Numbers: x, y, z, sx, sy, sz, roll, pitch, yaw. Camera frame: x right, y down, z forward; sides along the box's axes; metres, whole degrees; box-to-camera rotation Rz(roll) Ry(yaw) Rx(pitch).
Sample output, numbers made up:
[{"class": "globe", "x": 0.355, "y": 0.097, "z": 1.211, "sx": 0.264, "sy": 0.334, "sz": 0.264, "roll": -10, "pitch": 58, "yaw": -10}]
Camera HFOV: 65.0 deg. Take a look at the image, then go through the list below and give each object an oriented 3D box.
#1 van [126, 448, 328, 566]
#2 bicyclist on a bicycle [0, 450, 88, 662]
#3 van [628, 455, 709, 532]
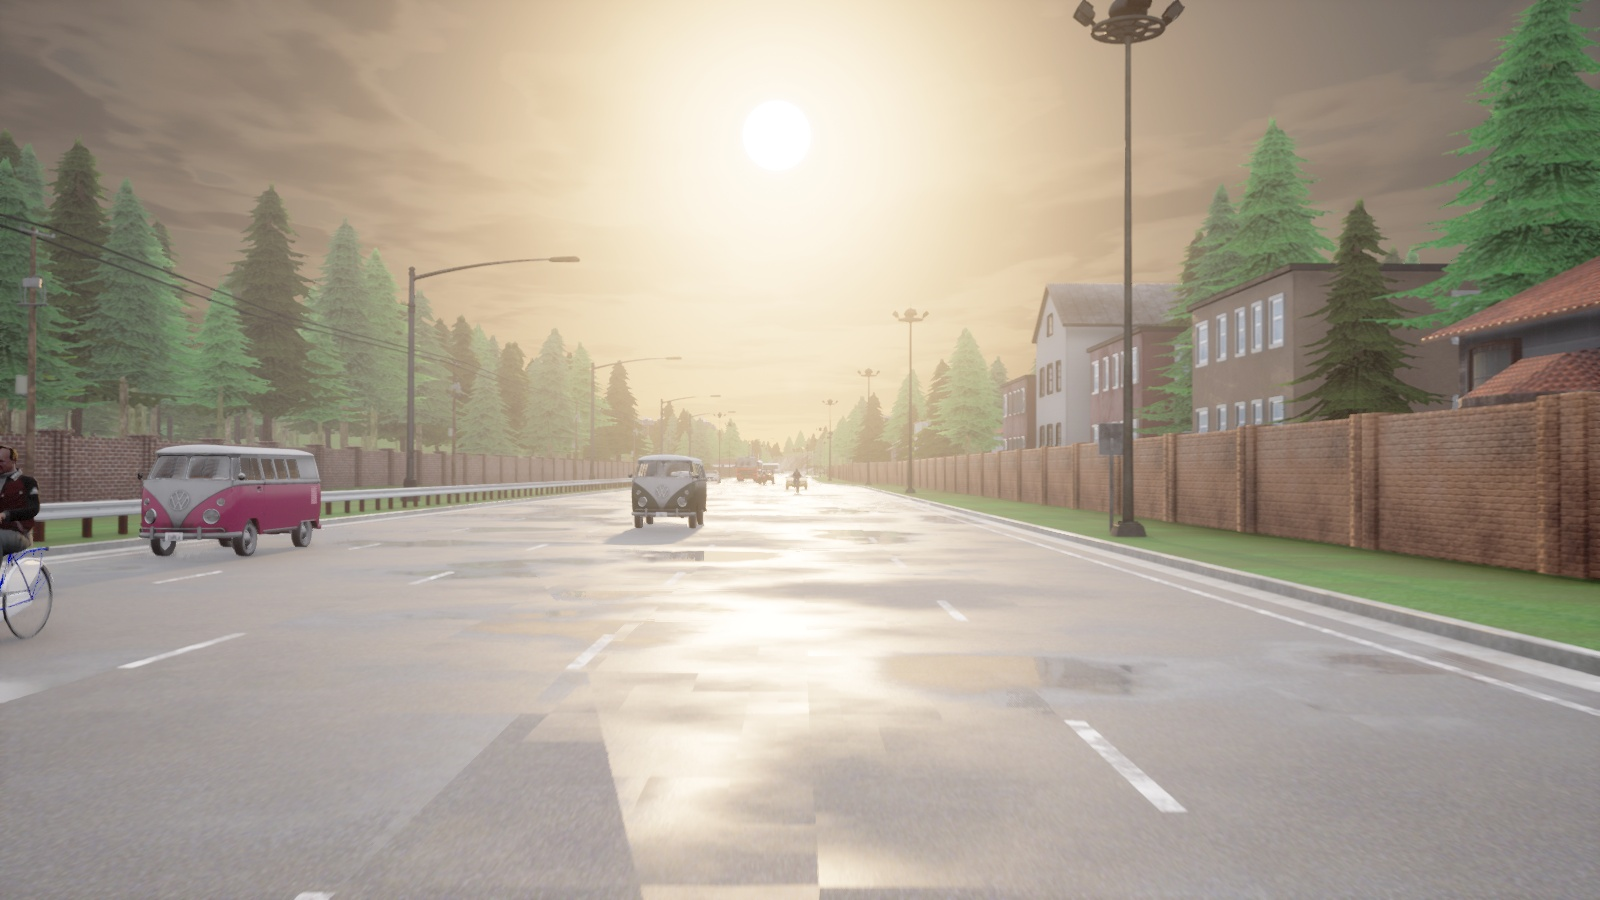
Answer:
[{"class": "van", "x": -10.559, "y": 1.004, "z": 23.536, "sx": 1.775, "sy": 1.987, "sz": 4.442, "roll": 0, "pitch": -1, "yaw": 0}, {"class": "bicyclist on a bicycle", "x": -7.028, "y": 0.896, "z": 10.887, "sx": 0.659, "sy": 1.776, "sz": 1.843, "roll": 0, "pitch": -1, "yaw": 0}, {"class": "van", "x": -3.588, "y": 1.166, "z": 34.878, "sx": 1.775, "sy": 1.987, "sz": 4.442, "roll": 0, "pitch": -1, "yaw": 0}]
